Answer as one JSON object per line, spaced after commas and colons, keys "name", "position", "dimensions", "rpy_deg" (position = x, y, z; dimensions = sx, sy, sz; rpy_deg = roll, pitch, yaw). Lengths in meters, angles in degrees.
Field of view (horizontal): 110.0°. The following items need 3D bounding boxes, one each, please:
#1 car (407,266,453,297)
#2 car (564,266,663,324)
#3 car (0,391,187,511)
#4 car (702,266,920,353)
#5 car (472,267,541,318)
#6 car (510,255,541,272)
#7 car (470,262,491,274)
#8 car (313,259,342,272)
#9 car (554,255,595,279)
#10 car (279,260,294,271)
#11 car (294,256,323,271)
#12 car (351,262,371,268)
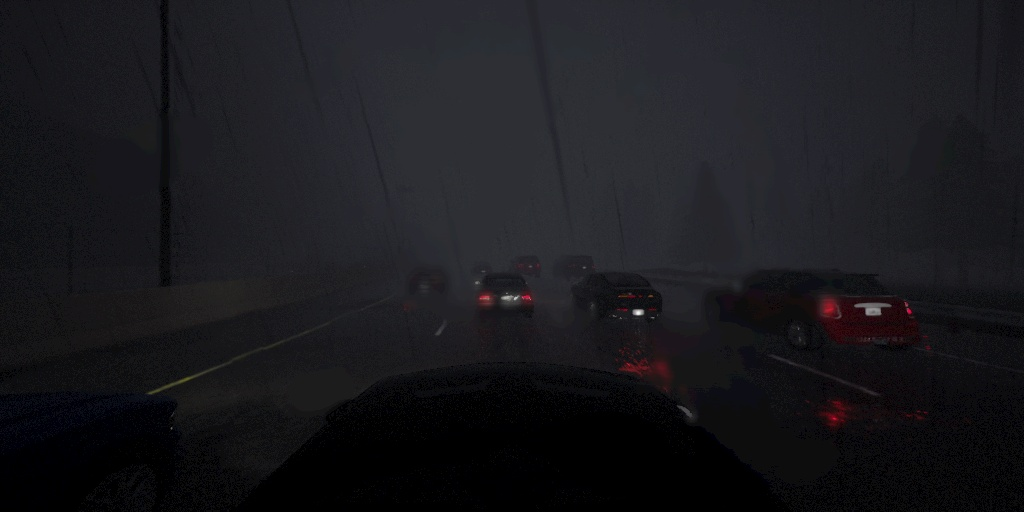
{"name": "car", "position": [-4.305, 1.250, 19.180], "dimensions": [2.128, 1.511, 4.902], "rpy_deg": [0, 0, -5]}
{"name": "car", "position": [3.233, 1.249, 11.944], "dimensions": [1.837, 1.490, 4.892], "rpy_deg": [0, 0, -3]}
{"name": "car", "position": [-3.450, 1.234, 0.678], "dimensions": [1.882, 1.535, 5.008], "rpy_deg": [0, 0, 0]}
{"name": "car", "position": [6.856, 1.089, 9.007], "dimensions": [2.097, 1.767, 4.553], "rpy_deg": [0, 0, -2]}
{"name": "car", "position": [-0.300, 1.298, 13.013], "dimensions": [2.033, 1.411, 5.357], "rpy_deg": [0, 0, -3]}
{"name": "car", "position": [1.140, 0.970, 32.558], "dimensions": [2.150, 2.045, 5.566], "rpy_deg": [0, 0, -9]}
{"name": "car", "position": [-3.064, 1.282, 36.407], "dimensions": [1.812, 1.442, 4.674], "rpy_deg": [0, 0, -10]}
{"name": "car", "position": [-22.787, 1.395, 44.791], "dimensions": [1.895, 1.301, 4.718], "rpy_deg": [0, 0, -13]}
{"name": "car", "position": [5.094, 0.962, 29.648], "dimensions": [2.150, 2.045, 5.566], "rpy_deg": [0, 0, -8]}
{"name": "car", "position": [-31.745, 1.314, 51.489], "dimensions": [1.837, 1.490, 4.892], "rpy_deg": [0, 0, -15]}
{"name": "car", "position": [-27.531, 1.023, 49.411], "dimensions": [2.150, 2.045, 5.566], "rpy_deg": [0, 0, -14]}
{"name": "car", "position": [-19.705, 1.389, 46.947], "dimensions": [1.895, 1.301, 4.718], "rpy_deg": [0, 0, -14]}
